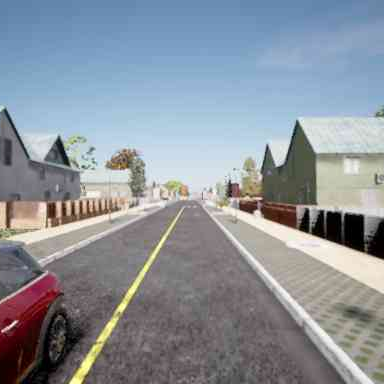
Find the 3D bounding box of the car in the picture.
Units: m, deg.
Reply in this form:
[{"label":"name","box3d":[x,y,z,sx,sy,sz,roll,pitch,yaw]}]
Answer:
[{"label":"car","box3d":[-2.752,1.362,2.683,2.097,1.767,4.553,0,0,0]}]
